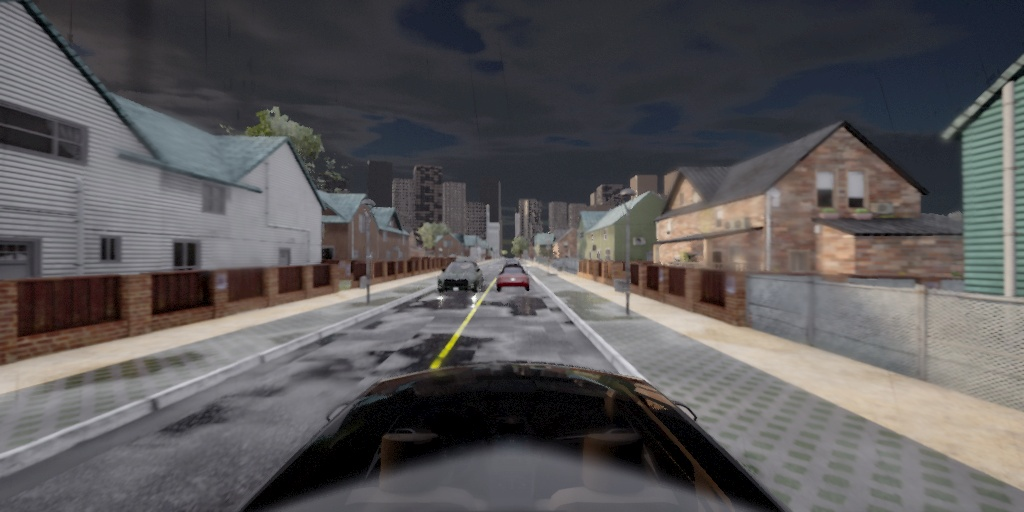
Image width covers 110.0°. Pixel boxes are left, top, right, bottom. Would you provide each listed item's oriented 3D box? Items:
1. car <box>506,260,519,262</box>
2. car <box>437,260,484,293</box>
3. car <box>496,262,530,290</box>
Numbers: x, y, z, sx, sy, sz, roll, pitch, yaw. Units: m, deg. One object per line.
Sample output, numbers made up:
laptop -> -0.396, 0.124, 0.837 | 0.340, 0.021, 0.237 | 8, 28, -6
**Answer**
car -> 0.064, 1.161, 37.612 | 2.128, 1.511, 4.902 | 0, 0, 0
car -> -2.807, 1.060, 20.278 | 2.097, 1.767, 4.553 | 0, 0, 0
car -> 0.065, 1.269, 22.057 | 1.994, 1.385, 4.181 | 0, 0, 0
